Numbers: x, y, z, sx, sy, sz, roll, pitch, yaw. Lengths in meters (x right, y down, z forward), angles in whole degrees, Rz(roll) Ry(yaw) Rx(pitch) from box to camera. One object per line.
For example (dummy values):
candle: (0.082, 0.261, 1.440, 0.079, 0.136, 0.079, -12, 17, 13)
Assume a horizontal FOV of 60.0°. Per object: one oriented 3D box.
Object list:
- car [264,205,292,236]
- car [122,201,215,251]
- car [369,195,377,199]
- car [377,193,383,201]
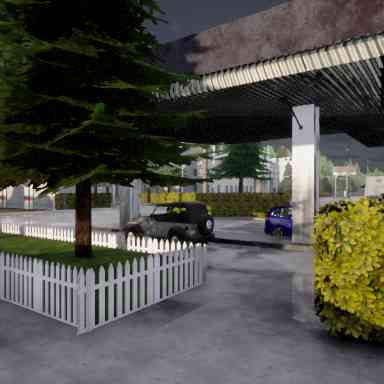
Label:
car: (5.854, 1.480, 15.962, 4.611, 1.667, 2.242, 0, 0, 35)
car: (-0.947, 1.313, 13.813, 3.866, 1.878, 1.905, 0, 0, 35)
car: (33.073, 1.298, 60.237, 2.007, 1.523, 4.514, 0, 0, 35)
car: (25.808, 1.077, 43.496, 1.905, 1.878, 3.866, 0, 0, 35)
